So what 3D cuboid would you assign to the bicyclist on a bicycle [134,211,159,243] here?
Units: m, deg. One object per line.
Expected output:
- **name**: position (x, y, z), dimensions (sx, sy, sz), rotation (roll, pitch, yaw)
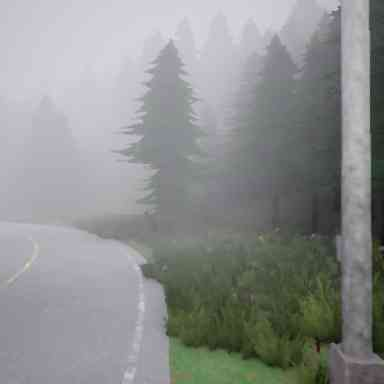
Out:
- **bicyclist on a bicycle**: position (-2.164, 1.787, 17.019), dimensions (1.656, 1.620, 0.582), rotation (-3, 0, -24)
